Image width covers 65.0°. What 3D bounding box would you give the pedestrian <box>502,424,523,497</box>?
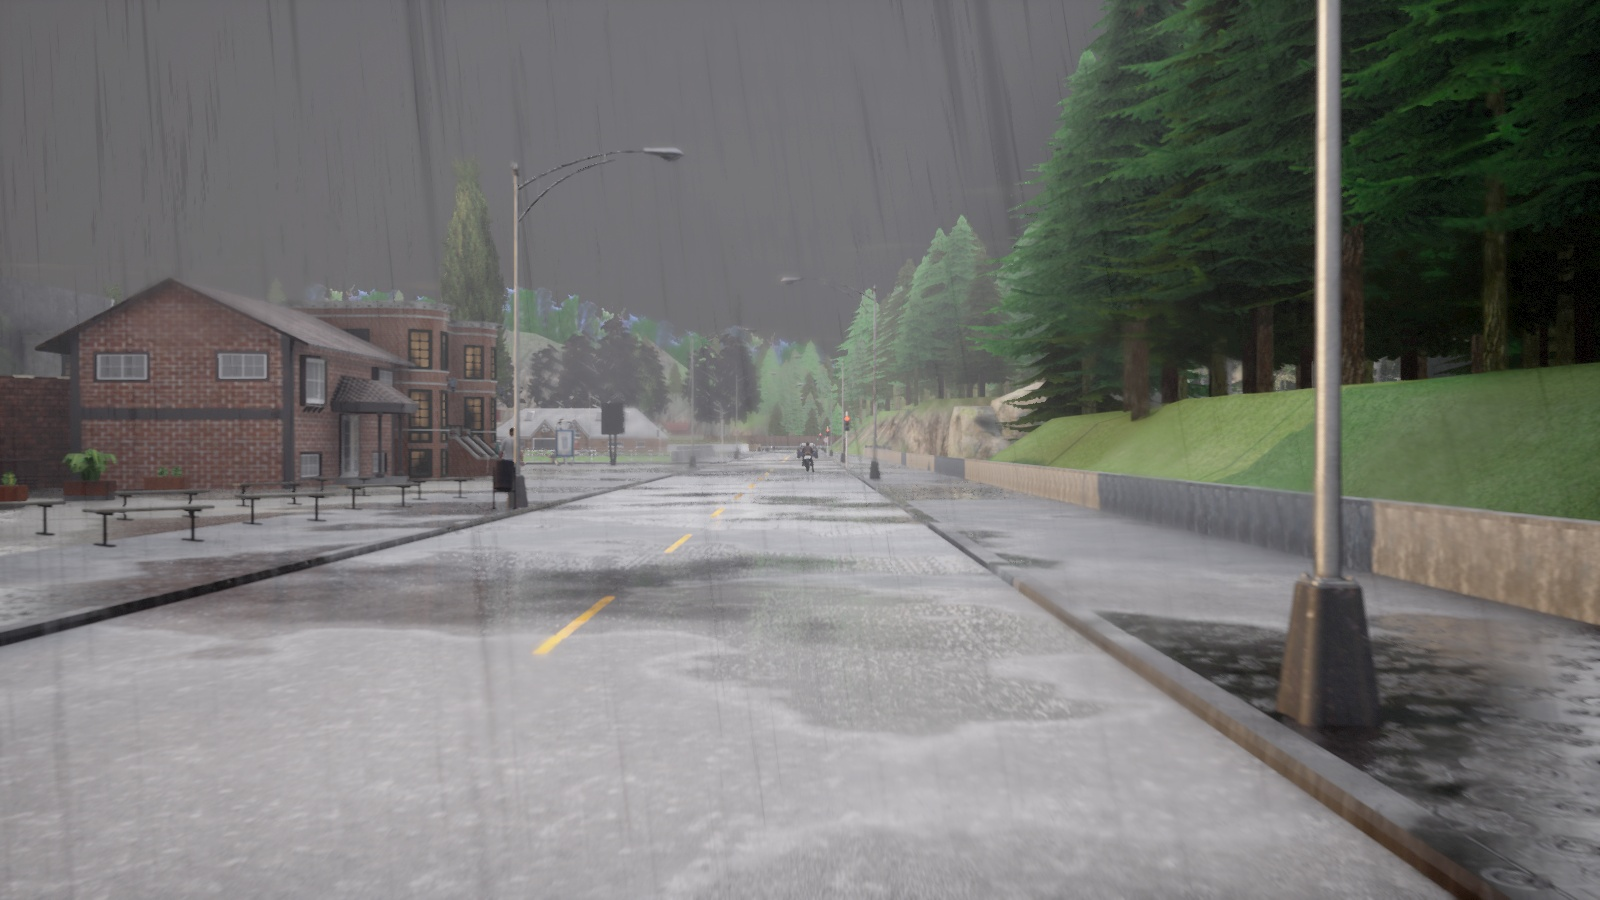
[{"bbox_3d":[-7.296,0.271,31.863,0.354,1.836,0.706,0,0,1],"label":"pedestrian"}]
